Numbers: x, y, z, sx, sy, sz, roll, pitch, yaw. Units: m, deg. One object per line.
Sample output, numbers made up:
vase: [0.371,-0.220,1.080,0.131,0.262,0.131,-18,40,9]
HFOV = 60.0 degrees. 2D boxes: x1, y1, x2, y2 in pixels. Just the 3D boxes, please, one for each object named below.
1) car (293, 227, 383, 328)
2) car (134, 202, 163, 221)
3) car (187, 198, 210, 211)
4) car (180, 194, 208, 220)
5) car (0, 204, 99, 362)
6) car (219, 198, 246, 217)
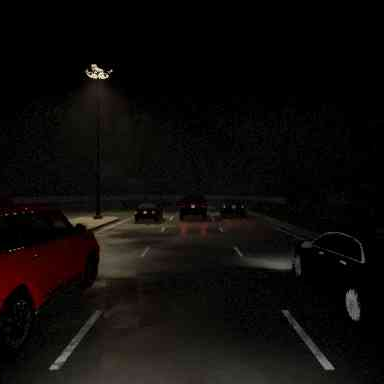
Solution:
car: [3.599,1.505,6.946,1.837,1.490,4.892,0,0,0]
car: [-3.408,1.547,26.808,2.033,1.411,5.357,0,0,0]
car: [0.903,1.491,41.372,2.128,1.511,4.902,0,0,9]
car: [0.112,1.222,28.585,2.150,2.045,5.566,0,0,1]
car: [-3.400,1.221,6.049,2.150,2.045,5.566,0,0,0]
car: [3.643,1.351,30.842,2.097,1.767,4.553,0,0,1]
